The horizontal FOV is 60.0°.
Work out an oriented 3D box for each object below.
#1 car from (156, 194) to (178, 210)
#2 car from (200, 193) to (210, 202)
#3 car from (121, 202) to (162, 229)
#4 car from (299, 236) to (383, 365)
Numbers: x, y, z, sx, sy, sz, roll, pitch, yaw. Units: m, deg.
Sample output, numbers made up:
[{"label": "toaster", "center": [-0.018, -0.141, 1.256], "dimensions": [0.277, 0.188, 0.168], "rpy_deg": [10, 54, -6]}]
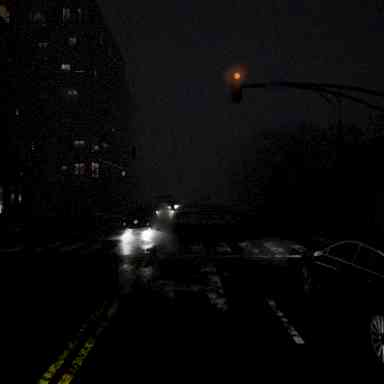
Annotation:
[{"label": "car", "center": [-3.419, 1.227, 43.591], "dimensions": [2.150, 2.045, 5.566], "rpy_deg": [0, 0, 0]}, {"label": "car", "center": [3.123, 1.258, 78.186], "dimensions": [2.150, 2.045, 5.566], "rpy_deg": [0, 0, 0]}, {"label": "car", "center": [-3.392, 1.608, 22.089], "dimensions": [1.994, 1.385, 4.181], "rpy_deg": [0, 0, 0]}, {"label": "car", "center": [3.341, 1.491, 5.654], "dimensions": [2.128, 1.511, 4.902], "rpy_deg": [0, 0, 0]}]
